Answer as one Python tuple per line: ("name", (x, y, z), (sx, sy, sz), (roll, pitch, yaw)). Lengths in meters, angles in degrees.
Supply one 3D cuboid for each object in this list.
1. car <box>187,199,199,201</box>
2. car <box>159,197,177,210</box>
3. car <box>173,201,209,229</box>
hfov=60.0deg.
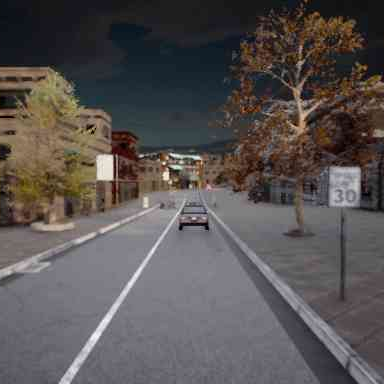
("car", (0.133, 1.562, 42.785), (1.895, 1.301, 4.718), (0, 1, 0))
("car", (-3.057, 1.468, 42.796), (1.837, 1.490, 4.892), (0, 0, 0))
("car", (0.113, 1.536, 21.288), (2.033, 1.411, 5.357), (0, 0, 0))
